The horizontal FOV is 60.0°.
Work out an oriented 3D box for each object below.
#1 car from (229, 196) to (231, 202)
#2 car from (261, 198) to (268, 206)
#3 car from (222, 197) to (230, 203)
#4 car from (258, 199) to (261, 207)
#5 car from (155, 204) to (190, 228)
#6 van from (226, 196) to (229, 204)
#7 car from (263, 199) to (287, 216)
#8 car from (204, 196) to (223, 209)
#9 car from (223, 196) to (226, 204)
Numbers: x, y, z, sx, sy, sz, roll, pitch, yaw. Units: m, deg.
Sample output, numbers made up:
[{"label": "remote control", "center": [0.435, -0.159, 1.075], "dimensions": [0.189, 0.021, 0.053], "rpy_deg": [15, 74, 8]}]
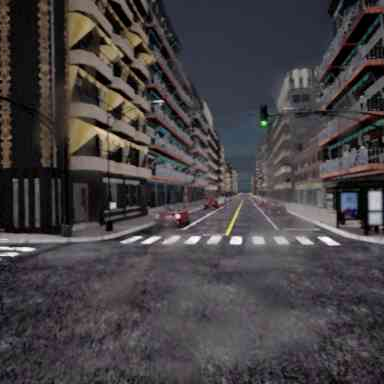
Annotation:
[{"label": "car", "center": [7.610, 2.114, 79.982], "dimensions": [2.008, 1.369, 4.403], "rpy_deg": [-1, -1, 9]}, {"label": "car", "center": [9.582, 1.721, 39.675], "dimensions": [1.887, 1.381, 4.507], "rpy_deg": [-1, -1, 9]}, {"label": "car", "center": [9.382, 2.151, 90.947], "dimensions": [1.752, 1.417, 4.829], "rpy_deg": [-1, -1, 9]}, {"label": "car", "center": [12.279, 1.715, 56.376], "dimensions": [1.967, 1.590, 4.097], "rpy_deg": [-1, -1, 9]}, {"label": "car", "center": [-1.391, 1.678, 24.319], "dimensions": [1.967, 1.590, 4.097], "rpy_deg": [-1, -1, 9]}, {"label": "van", "center": [6.706, 1.872, 74.418], "dimensions": [1.690, 1.788, 3.998], "rpy_deg": [-1, -1, 9]}, {"label": "car", "center": [8.682, 1.694, 34.110], "dimensions": [2.008, 1.369, 4.403], "rpy_deg": [-1, -1, 9]}, {"label": "car", "center": [3.105, 1.716, 52.152], "dimensions": [2.192, 1.841, 5.009], "rpy_deg": [-1, -1, 9]}, {"label": "car", "center": [4.883, 1.991, 63.115], "dimensions": [1.752, 1.417, 4.829], "rpy_deg": [-1, -1, 9]}]
